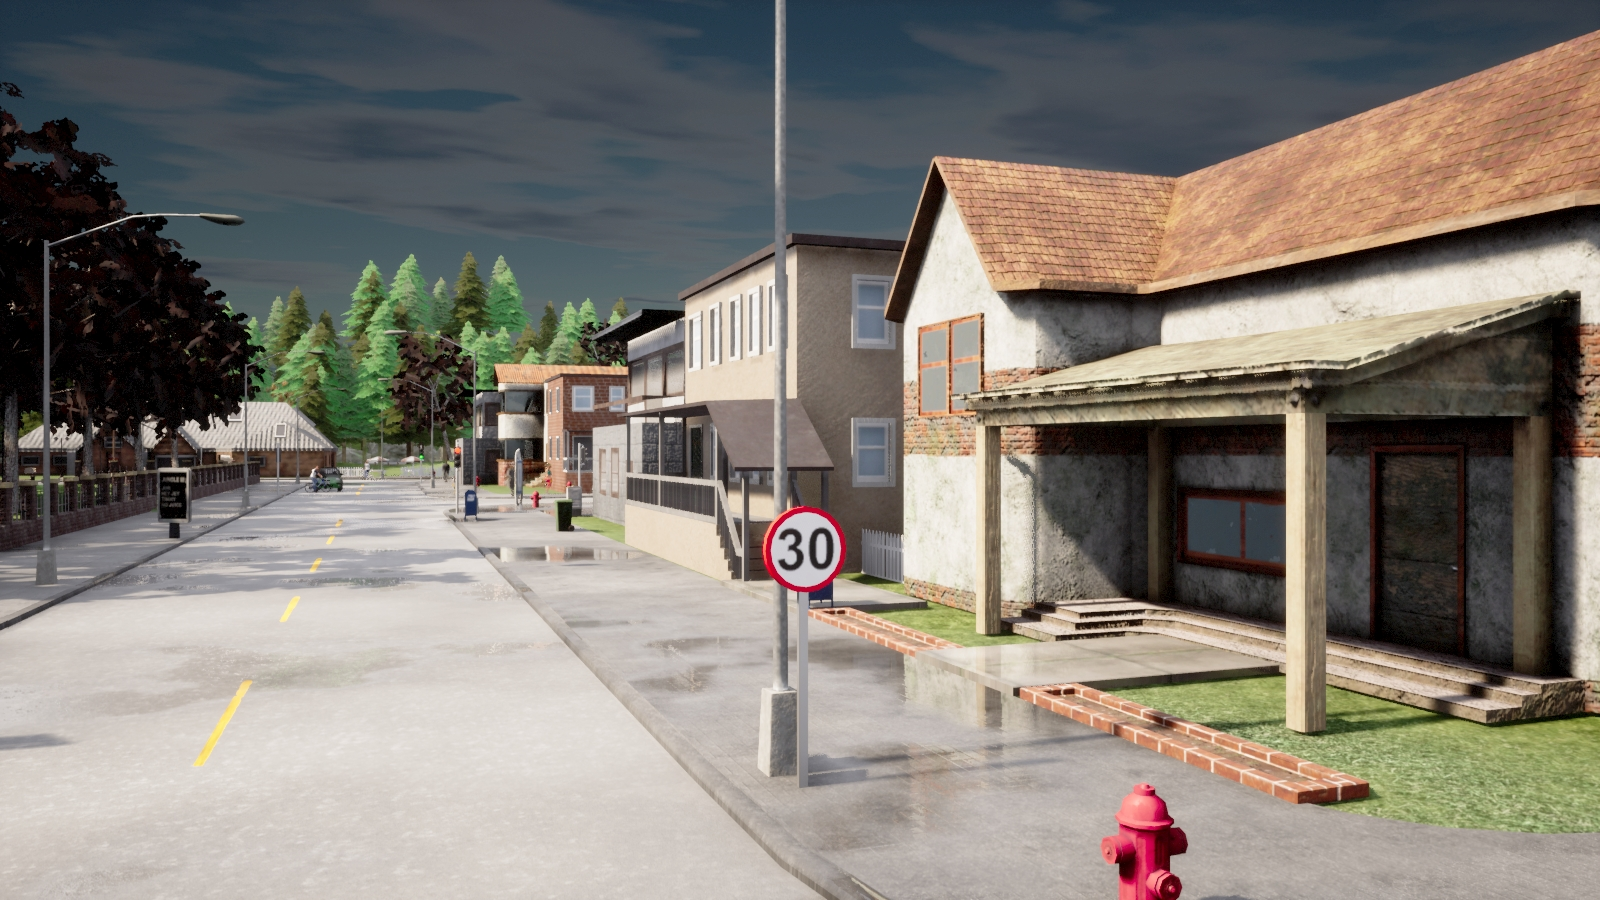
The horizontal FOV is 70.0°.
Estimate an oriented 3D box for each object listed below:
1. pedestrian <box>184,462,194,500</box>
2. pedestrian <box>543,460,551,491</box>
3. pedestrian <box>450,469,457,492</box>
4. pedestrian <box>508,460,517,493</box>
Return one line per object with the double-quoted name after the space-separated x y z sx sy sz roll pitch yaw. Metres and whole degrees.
-29.834 1.525 55.818 0.375 1.860 0.375 0 0 -20 "pedestrian"
-15.295 1.516 69.156 0.375 1.860 0.375 0 0 1 "pedestrian"
-20.394 1.797 67.191 0.375 1.300 0.375 0 0 -11 "pedestrian"
-16.610 1.524 66.006 0.375 1.860 0.375 0 0 44 "pedestrian"
